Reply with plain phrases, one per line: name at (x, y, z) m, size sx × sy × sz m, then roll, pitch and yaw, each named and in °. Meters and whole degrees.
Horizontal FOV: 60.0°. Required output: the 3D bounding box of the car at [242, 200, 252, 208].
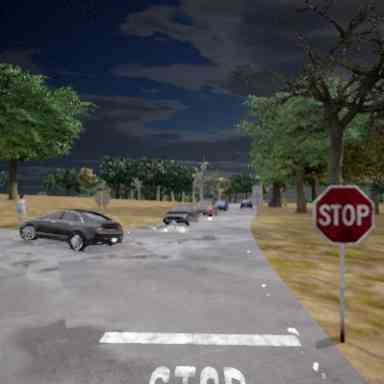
car at (10.831, 2.265, 65.963) m, size 1.882 × 1.535 × 5.008 m, roll 0°, pitch -1°, yaw 9°

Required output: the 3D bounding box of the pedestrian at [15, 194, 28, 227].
pedestrian at (-9.664, 1.033, 18.801) m, size 0.375 × 1.860 × 0.375 m, roll 0°, pitch -4°, yaw 3°

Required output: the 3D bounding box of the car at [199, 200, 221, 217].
car at (1.417, 1.644, 35.125) m, size 2.097 × 1.767 × 4.553 m, roll 0°, pitch -1°, yaw 13°

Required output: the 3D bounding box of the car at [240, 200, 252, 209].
car at (9.119, 2.075, 55.772) m, size 1.882 × 1.535 × 5.008 m, roll 0°, pitch -1°, yaw 11°

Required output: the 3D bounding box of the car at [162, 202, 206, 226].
car at (-0.650, 1.705, 25.363) m, size 2.033 × 1.411 × 5.357 m, roll 0°, pitch -1°, yaw 12°

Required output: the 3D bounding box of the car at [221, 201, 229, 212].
car at (3.996, 1.931, 46.482) m, size 1.882 × 1.535 × 5.008 m, roll 0°, pitch -1°, yaw 12°

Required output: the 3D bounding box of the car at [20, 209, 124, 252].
car at (-5.184, 1.480, 14.191) m, size 4.892 × 1.490 × 1.837 m, roll 4°, pitch -3°, yaw 28°
